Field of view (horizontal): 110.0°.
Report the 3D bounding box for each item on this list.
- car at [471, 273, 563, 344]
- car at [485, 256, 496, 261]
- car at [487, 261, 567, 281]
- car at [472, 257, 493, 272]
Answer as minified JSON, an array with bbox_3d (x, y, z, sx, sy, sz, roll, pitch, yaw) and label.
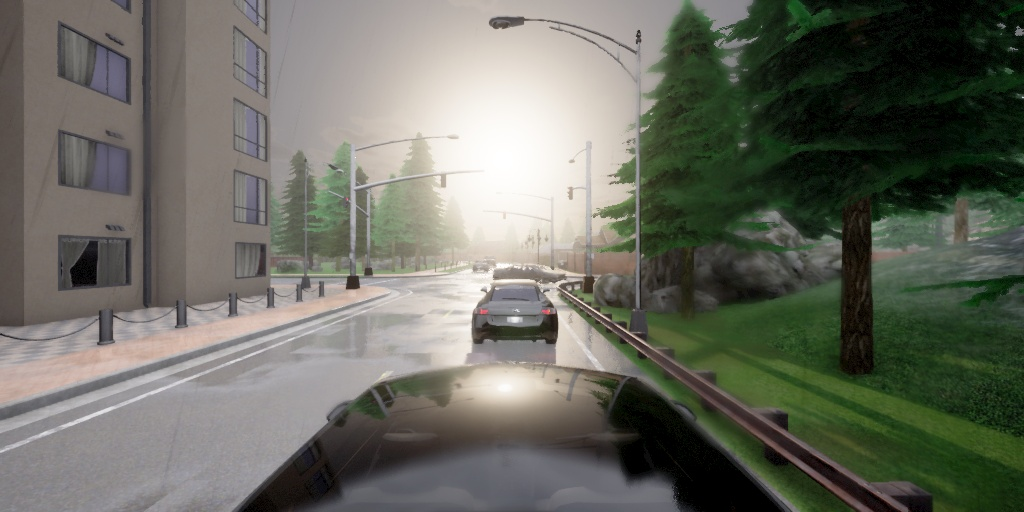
[{"bbox_3d":[0.081,1.314,9.577,1.994,1.385,4.181,0,0,1],"label":"car"},{"bbox_3d":[-4.013,0.944,64.167,2.150,2.045,5.566,0,0,0],"label":"car"},{"bbox_3d":[1.159,1.282,25.706,5.357,1.411,2.033,0,0,29],"label":"car"},{"bbox_3d":[-3.942,1.209,45.662,2.128,1.511,4.902,0,0,0],"label":"car"}]
